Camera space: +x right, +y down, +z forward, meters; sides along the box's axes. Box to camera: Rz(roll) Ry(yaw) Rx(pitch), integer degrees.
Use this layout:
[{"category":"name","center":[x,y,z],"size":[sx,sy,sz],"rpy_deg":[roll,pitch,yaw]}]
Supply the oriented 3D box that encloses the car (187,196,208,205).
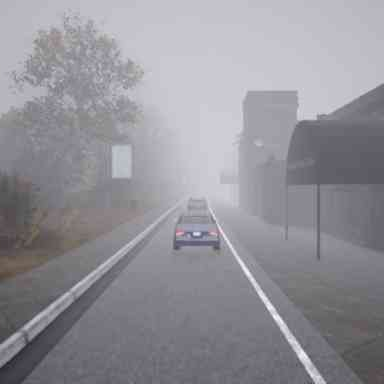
[{"category":"car","center":[0.555,1.149,33.134],"size":[2.128,1.511,4.902],"rpy_deg":[0,1,1]}]

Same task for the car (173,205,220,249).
[{"category":"car","center":[0.197,1.516,14.308],"size":[2.033,1.411,5.357],"rpy_deg":[0,1,1]}]
